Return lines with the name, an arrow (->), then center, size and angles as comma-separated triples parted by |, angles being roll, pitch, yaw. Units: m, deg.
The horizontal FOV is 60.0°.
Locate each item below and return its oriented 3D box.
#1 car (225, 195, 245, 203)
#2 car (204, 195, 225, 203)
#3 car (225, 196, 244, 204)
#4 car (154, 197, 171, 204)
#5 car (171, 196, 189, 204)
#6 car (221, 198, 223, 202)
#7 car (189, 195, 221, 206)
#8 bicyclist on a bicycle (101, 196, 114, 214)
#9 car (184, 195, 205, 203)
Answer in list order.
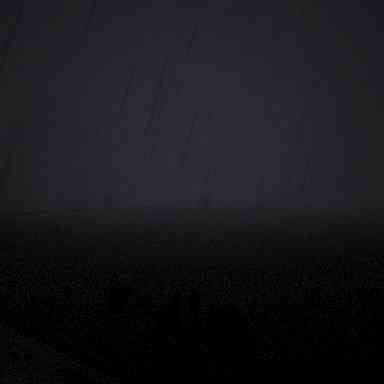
car -> 8.939, 1.490, 69.399 | 2.128, 1.511, 4.902 | 0, 0, 35
car -> 4.739, 1.477, 69.501 | 1.882, 1.535, 5.008 | 0, 0, 35
car -> 8.057, 1.601, 62.204 | 1.895, 1.301, 4.718 | 0, 0, 35
car -> -5.036, 1.564, 61.624 | 1.994, 1.385, 4.181 | 0, 0, 35
car -> -1.189, 1.478, 61.020 | 1.882, 1.535, 5.008 | 0, 0, 35
car -> 3.156, 1.478, 61.124 | 1.882, 1.535, 5.008 | 0, 0, 35
car -> 2.089, 1.478, 53.589 | 1.882, 1.535, 5.008 | 0, 0, 35
bicyclist on a bicycle -> -7.978, 1.156, 31.704 | 1.656, 1.620, 0.582 | 33, 17, 27
car -> 0.646, 1.477, 69.755 | 1.882, 1.535, 5.008 | 0, 0, 35
